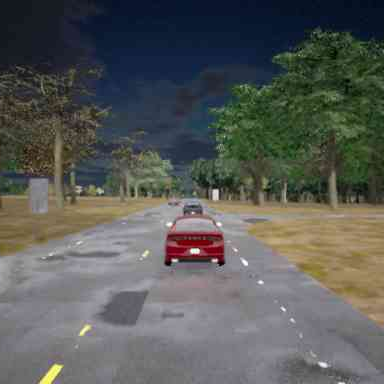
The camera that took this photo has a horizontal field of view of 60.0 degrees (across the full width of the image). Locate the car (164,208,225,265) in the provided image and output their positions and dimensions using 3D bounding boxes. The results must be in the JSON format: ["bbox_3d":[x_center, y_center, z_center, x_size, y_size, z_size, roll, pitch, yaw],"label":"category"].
[{"bbox_3d":[0.089,1.567,12.074,1.882,1.535,5.008,0,0,0],"label":"car"}]

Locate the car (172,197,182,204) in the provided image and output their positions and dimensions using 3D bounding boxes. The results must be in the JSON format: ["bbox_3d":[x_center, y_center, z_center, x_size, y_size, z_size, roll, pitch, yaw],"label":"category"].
[{"bbox_3d":[-3.512,2.094,79.545,2.128,1.511,4.902,0,0,0],"label":"car"}]

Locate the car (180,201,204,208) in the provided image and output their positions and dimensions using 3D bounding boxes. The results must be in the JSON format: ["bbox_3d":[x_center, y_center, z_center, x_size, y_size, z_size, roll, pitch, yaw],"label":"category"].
[{"bbox_3d":[0.080,1.706,32.585,1.837,1.490,4.892,0,-2,0],"label":"car"}]

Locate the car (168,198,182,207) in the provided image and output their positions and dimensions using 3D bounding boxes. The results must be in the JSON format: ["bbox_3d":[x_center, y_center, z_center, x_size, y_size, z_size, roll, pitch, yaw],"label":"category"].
[{"bbox_3d":[-3.535,1.950,63.714,1.882,1.535,5.008,0,0,1],"label":"car"}]
